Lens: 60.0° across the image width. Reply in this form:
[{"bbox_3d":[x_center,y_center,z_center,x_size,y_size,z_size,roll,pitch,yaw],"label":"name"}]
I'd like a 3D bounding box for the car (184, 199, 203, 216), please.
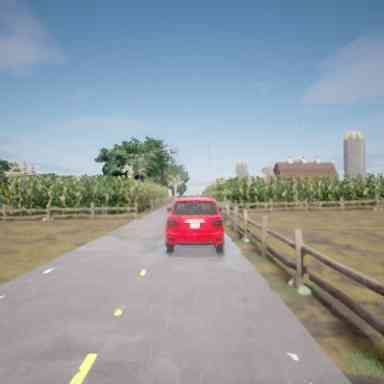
[{"bbox_3d":[0.101,1.561,34.584,1.837,1.490,4.892,0,0,0],"label":"car"}]

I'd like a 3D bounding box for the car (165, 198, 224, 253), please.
[{"bbox_3d":[0.102,1.247,13.998,2.150,2.045,5.566,0,0,0],"label":"car"}]
